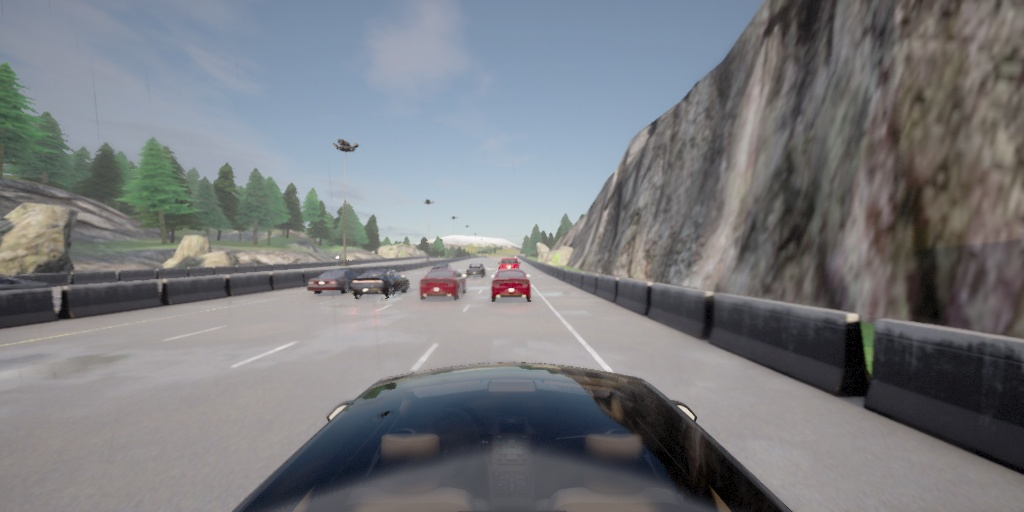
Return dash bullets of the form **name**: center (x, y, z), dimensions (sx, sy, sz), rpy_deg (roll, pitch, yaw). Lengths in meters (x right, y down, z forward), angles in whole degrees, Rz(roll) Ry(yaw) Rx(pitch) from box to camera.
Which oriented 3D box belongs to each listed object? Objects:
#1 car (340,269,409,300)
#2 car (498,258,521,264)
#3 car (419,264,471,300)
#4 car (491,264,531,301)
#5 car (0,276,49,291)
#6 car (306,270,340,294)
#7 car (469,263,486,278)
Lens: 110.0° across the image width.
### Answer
- **car**: center (-7.075, 1.460, 19.646), dimensions (2.128, 1.511, 4.902), rpy_deg (0, 0, -1)
- **car**: center (-0.266, 1.196, 36.542), dimensions (2.150, 2.045, 5.566), rpy_deg (0, 0, -1)
- **car**: center (-3.571, 1.419, 19.285), dimensions (1.882, 1.535, 5.008), rpy_deg (0, 0, -1)
- **car**: center (-0.062, 1.390, 18.518), dimensions (1.882, 1.535, 5.008), rpy_deg (0, 0, -1)
- **car**: center (-21.204, 1.513, 13.664), dimensions (2.128, 1.511, 4.902), rpy_deg (0, 0, -1)
- **car**: center (-10.606, 1.556, 22.431), dimensions (2.033, 1.411, 5.357), rpy_deg (0, 0, -1)
- **car**: center (-3.785, 1.490, 38.374), dimensions (2.128, 1.511, 4.902), rpy_deg (0, 0, -1)
